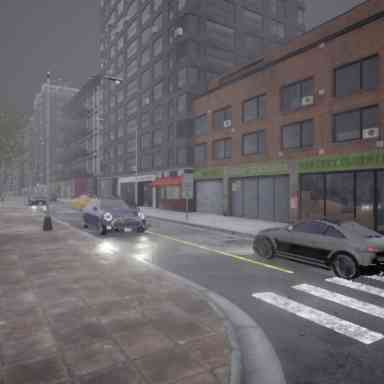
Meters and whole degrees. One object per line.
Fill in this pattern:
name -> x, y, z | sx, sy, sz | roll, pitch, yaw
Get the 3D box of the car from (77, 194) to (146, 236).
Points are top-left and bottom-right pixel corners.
car -> -4.016, 1.061, 16.657 | 2.097, 1.767, 4.553 | 0, 1, -32

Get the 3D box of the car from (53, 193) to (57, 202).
car -> -22.323, 0.831, 51.602 | 2.128, 1.511, 4.902 | 0, 0, -32

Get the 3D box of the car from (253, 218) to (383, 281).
car -> 3.761, 1.448, 9.757 | 1.994, 1.385, 4.181 | 0, 1, -32

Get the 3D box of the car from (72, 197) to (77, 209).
car -> -10.286, 0.971, 32.288 | 1.882, 1.535, 5.008 | 0, 1, -32

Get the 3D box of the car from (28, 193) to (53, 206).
car -> -18.779, 0.918, 40.495 | 2.033, 1.411, 5.357 | 0, 0, -32
